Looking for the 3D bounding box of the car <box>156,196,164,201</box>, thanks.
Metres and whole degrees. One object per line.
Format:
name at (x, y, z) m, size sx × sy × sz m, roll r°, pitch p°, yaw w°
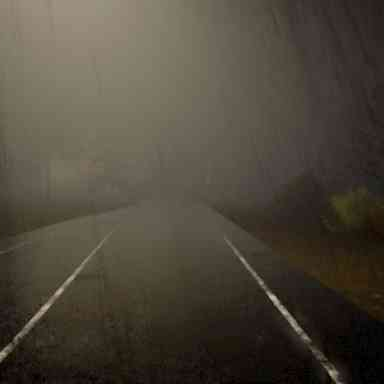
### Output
car at (-7.810, 1.753, 81.390) m, size 2.128 × 1.511 × 4.902 m, roll 0°, pitch 0°, yaw -1°
